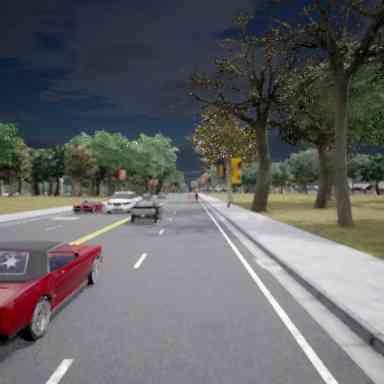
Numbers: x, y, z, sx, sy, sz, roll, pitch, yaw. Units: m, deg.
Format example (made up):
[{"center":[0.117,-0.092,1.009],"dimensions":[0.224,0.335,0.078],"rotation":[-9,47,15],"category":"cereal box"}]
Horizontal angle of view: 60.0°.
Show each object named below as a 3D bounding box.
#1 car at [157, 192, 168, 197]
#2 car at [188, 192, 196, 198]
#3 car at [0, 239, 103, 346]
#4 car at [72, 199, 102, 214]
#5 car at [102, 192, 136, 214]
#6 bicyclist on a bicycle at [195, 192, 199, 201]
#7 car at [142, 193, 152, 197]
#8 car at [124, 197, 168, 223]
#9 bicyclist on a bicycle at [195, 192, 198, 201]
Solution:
[{"center":[-6.504,0.824,72.620],"dimensions":[2.097,1.767,4.553],"rotation":[0,0,0],"category":"car"},{"center":[-0.005,0.733,86.140],"dimensions":[2.097,1.767,4.553],"rotation":[0,0,0],"category":"car"},{"center":[-3.149,1.554,6.324],"dimensions":[1.895,1.301,4.718],"rotation":[0,0,0],"category":"car"},{"center":[-9.847,1.381,31.994],"dimensions":[1.895,1.301,4.718],"rotation":[0,0,0],"category":"car"},{"center":[-6.597,0.999,31.974],"dimensions":[2.150,2.045,5.566],"rotation":[0,1,0],"category":"car"},{"center":[0.890,0.977,58.871],"dimensions":[0.659,1.776,1.843],"rotation":[0,0,0],"category":"bicyclist on a bicycle"},{"center":[-9.754,0.969,72.590],"dimensions":[1.837,1.490,4.892],"rotation":[0,0,0],"category":"car"},{"center":[-3.152,1.325,23.804],"dimensions":[2.128,1.511,4.902],"rotation":[0,0,0],"category":"car"},{"center":[0.890,0.921,67.872],"dimensions":[0.659,1.776,1.843],"rotation":[0,0,0],"category":"bicyclist on a bicycle"}]
